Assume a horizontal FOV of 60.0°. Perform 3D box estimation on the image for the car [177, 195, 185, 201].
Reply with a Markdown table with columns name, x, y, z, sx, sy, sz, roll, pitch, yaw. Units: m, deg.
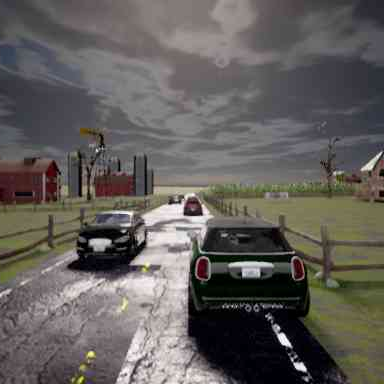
| name | x | y | z | sx | sy | sz | roll | pitch | yaw |
| --- | --- | --- | --- | --- | --- | --- | --- | --- | --- |
| car | -2.661 | 1.394 | 81.061 | 1.812 | 1.442 | 4.674 | 0 | 0 | 0 |

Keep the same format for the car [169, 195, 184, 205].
| name | x | y | z | sx | sy | sz | roll | pitch | yaw |
| --- | --- | --- | --- | --- | --- | --- | --- | --- | --- |
| car | -2.769 | 1.461 | 55.186 | 1.994 | 1.385 | 4.181 | 0 | 0 | 0 |

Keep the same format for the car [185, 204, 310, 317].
| name | x | y | z | sx | sy | sz | roll | pitch | yaw |
| --- | --- | --- | --- | --- | --- | --- | --- | --- | --- |
| car | 0.972 | 1.332 | 7.581 | 2.097 | 1.767 | 4.553 | 0 | 0 | 0 |

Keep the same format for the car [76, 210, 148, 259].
| name | x | y | z | sx | sy | sz | roll | pitch | yaw |
| --- | --- | --- | --- | --- | --- | --- | --- | --- | --- |
| car | -2.835 | 1.461 | 12.631 | 2.128 | 1.511 | 4.902 | 0 | 0 | 0 |

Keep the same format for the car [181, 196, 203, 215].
| name | x | y | z | sx | sy | sz | roll | pitch | yaw |
| --- | --- | --- | --- | --- | --- | --- | --- | --- | --- |
| car | 0.098 | 1.455 | 33.465 | 1.812 | 1.442 | 4.674 | 0 | 0 | 0 |
